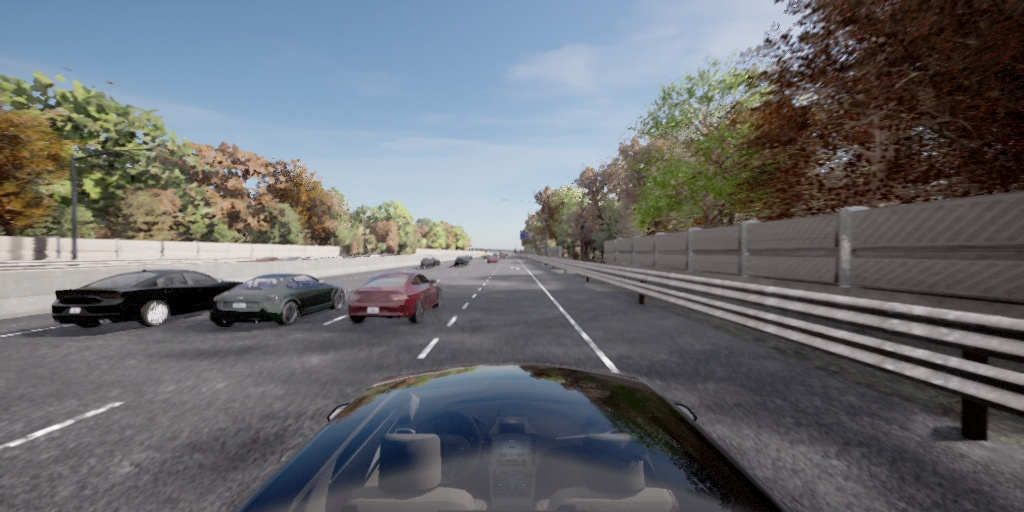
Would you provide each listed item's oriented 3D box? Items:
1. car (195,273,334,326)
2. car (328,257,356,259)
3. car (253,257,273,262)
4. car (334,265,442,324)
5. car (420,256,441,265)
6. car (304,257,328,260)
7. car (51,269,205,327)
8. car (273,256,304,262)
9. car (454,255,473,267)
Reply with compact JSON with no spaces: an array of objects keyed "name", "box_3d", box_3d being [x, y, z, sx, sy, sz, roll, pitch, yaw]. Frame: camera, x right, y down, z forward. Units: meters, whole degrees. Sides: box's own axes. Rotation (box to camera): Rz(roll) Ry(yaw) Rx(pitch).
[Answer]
[{"name":"car","box_3d":[-6.994,1.217,11.203,1.994,1.385,4.181,0,1,0]},{"name":"car","box_3d":[-21.027,0.839,46.359,2.033,1.411,5.357,0,1,1]},{"name":"car","box_3d":[-31.520,0.818,46.373,1.812,1.442,4.674,0,1,1]},{"name":"car","box_3d":[-3.498,1.177,11.339,1.812,1.442,4.674,0,1,0]},{"name":"car","box_3d":[-10.486,0.784,46.317,2.128,1.511,4.902,0,1,0]},{"name":"car","box_3d":[-24.527,0.853,46.578,1.994,1.385,4.181,0,1,1]},{"name":"car","box_3d":[-10.495,1.132,11.086,1.882,1.535,5.008,0,1,0]},{"name":"car","box_3d":[-28.024,0.782,46.531,2.128,1.511,4.902,0,1,1]},{"name":"car","box_3d":[-6.985,0.754,50.685,1.837,1.490,4.892,0,1,0]}]
